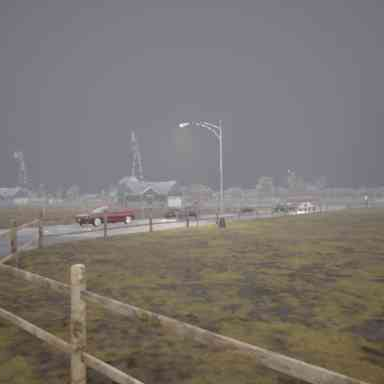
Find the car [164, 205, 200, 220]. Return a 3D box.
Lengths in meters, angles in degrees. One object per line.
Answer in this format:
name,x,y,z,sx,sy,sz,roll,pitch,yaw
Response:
car,-0.955,2.064,34.141,1.994,1.385,4.181,-2,-2,36

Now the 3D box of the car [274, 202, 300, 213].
car,13.440,2.247,47.917,1.837,1.490,4.892,-2,-2,36

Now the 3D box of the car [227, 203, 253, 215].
car,6.499,2.208,44.553,2.128,1.511,4.902,-2,-2,36

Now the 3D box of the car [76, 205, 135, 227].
car,-6.701,1.815,26.122,1.882,1.535,5.008,-2,-2,36

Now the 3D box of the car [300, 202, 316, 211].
car,19.458,2.458,56.322,1.812,1.442,4.674,-2,-2,36
